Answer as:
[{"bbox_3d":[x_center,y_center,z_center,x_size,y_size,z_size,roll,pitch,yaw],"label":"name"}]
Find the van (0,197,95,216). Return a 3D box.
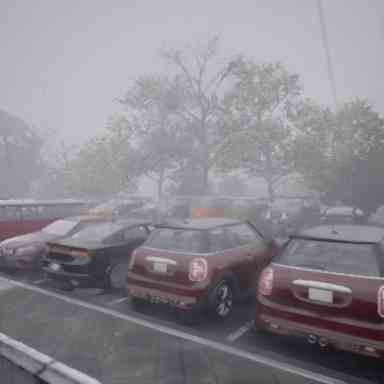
[{"bbox_3d":[-6.158,1.275,12.489,1.878,1.987,4.442,0,0,36],"label":"van"}]

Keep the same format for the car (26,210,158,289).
[{"bbox_3d":[-1.579,1.499,9.348,2.097,1.535,5.008,0,0,36],"label":"car"}]

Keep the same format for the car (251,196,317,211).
[{"bbox_3d":[6.027,1.247,19.960,2.435,2.045,5.566,0,0,36],"label":"car"}]

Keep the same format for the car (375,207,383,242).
[{"bbox_3d":[10.650,1.537,16.683,2.002,1.452,4.674,0,0,36],"label":"car"}]

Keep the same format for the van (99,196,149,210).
[{"bbox_3d":[-5.172,1.347,27.868,1.878,1.987,4.442,-1,-1,36],"label":"van"}]

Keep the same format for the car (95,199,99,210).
[{"bbox_3d":[-7.459,1.615,29.422,1.946,1.575,5.366,-1,-1,36],"label":"car"}]

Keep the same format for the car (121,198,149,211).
[{"bbox_3d":[-2.846,1.527,26.353,2.097,1.535,5.008,-1,-1,36],"label":"car"}]

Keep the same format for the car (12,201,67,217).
[{"bbox_3d":[-16.467,1.800,36.091,2.097,1.535,5.008,-1,-1,36],"label":"car"}]

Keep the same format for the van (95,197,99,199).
[{"bbox_3d":[-9.540,1.437,31.283,1.878,1.987,4.442,-1,-1,36],"label":"van"}]

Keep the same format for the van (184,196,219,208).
[{"bbox_3d":[1.708,1.274,23.230,1.878,1.987,4.442,0,0,36],"label":"van"}]

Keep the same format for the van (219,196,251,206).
[{"bbox_3d":[3.859,1.273,21.691,1.878,1.987,4.442,0,0,36],"label":"van"}]

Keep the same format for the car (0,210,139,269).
[{"bbox_3d":[-3.831,1.540,10.970,2.002,1.452,4.674,0,0,36],"label":"car"}]

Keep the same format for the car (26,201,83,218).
[{"bbox_3d":[-14.112,1.753,34.406,2.097,1.535,5.008,-1,-1,36],"label":"car"}]

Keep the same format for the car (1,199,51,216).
[{"bbox_3d":[-18.634,1.718,37.611,2.185,1.767,4.553,-1,-1,36],"label":"car"}]

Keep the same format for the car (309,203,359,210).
[{"bbox_3d":[8.395,1.498,18.294,2.097,1.535,5.008,0,0,36],"label":"car"}]

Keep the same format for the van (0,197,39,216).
[{"bbox_3d":[-20.801,1.663,39.344,1.878,1.987,4.442,-1,-1,36],"label":"van"}]

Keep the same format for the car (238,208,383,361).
[{"bbox_3d":[2.921,1.373,6.095,2.185,1.767,4.553,0,0,36],"label":"car"}]

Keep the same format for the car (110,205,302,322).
[{"bbox_3d":[0.664,1.373,7.711,2.185,1.767,4.553,0,0,36],"label":"car"}]

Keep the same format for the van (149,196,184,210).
[{"bbox_3d":[-0.788,1.275,24.731,1.878,1.987,4.442,-1,0,36],"label":"van"}]

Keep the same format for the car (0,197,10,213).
[{"bbox_3d":[-27.607,1.780,44.107,2.435,2.045,5.566,-2,-1,36],"label":"car"}]
